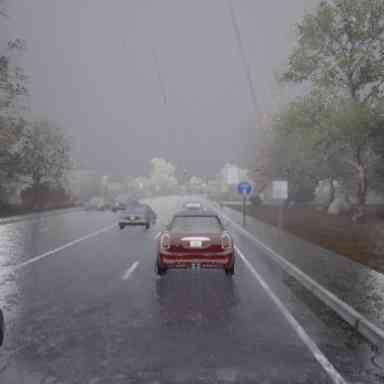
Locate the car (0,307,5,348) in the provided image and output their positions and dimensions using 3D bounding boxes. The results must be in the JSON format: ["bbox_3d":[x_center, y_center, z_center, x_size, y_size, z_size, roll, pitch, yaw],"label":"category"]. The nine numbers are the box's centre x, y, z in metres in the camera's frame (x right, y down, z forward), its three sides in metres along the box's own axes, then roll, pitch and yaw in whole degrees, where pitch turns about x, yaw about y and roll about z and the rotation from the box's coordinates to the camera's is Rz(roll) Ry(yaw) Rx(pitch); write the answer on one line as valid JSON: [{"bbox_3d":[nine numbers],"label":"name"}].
[{"bbox_3d":[-3.401,1.504,2.475,1.837,1.490,4.892,0,0,0],"label":"car"}]

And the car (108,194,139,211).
[{"bbox_3d":[-7.094,1.210,36.134,2.150,2.045,5.566,0,0,0],"label":"car"}]

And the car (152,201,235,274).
[{"bbox_3d":[0.100,1.349,10.662,2.097,1.767,4.553,0,0,0],"label":"car"}]

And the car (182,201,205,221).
[{"bbox_3d":[0.100,1.519,28.251,1.812,1.442,4.674,0,0,0],"label":"car"}]

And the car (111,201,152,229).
[{"bbox_3d":[-3.402,1.542,21.471,2.033,1.411,5.357,0,0,0],"label":"car"}]

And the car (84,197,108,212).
[{"bbox_3d":[-10.588,1.342,37.722,2.097,1.767,4.553,0,0,0],"label":"car"}]
